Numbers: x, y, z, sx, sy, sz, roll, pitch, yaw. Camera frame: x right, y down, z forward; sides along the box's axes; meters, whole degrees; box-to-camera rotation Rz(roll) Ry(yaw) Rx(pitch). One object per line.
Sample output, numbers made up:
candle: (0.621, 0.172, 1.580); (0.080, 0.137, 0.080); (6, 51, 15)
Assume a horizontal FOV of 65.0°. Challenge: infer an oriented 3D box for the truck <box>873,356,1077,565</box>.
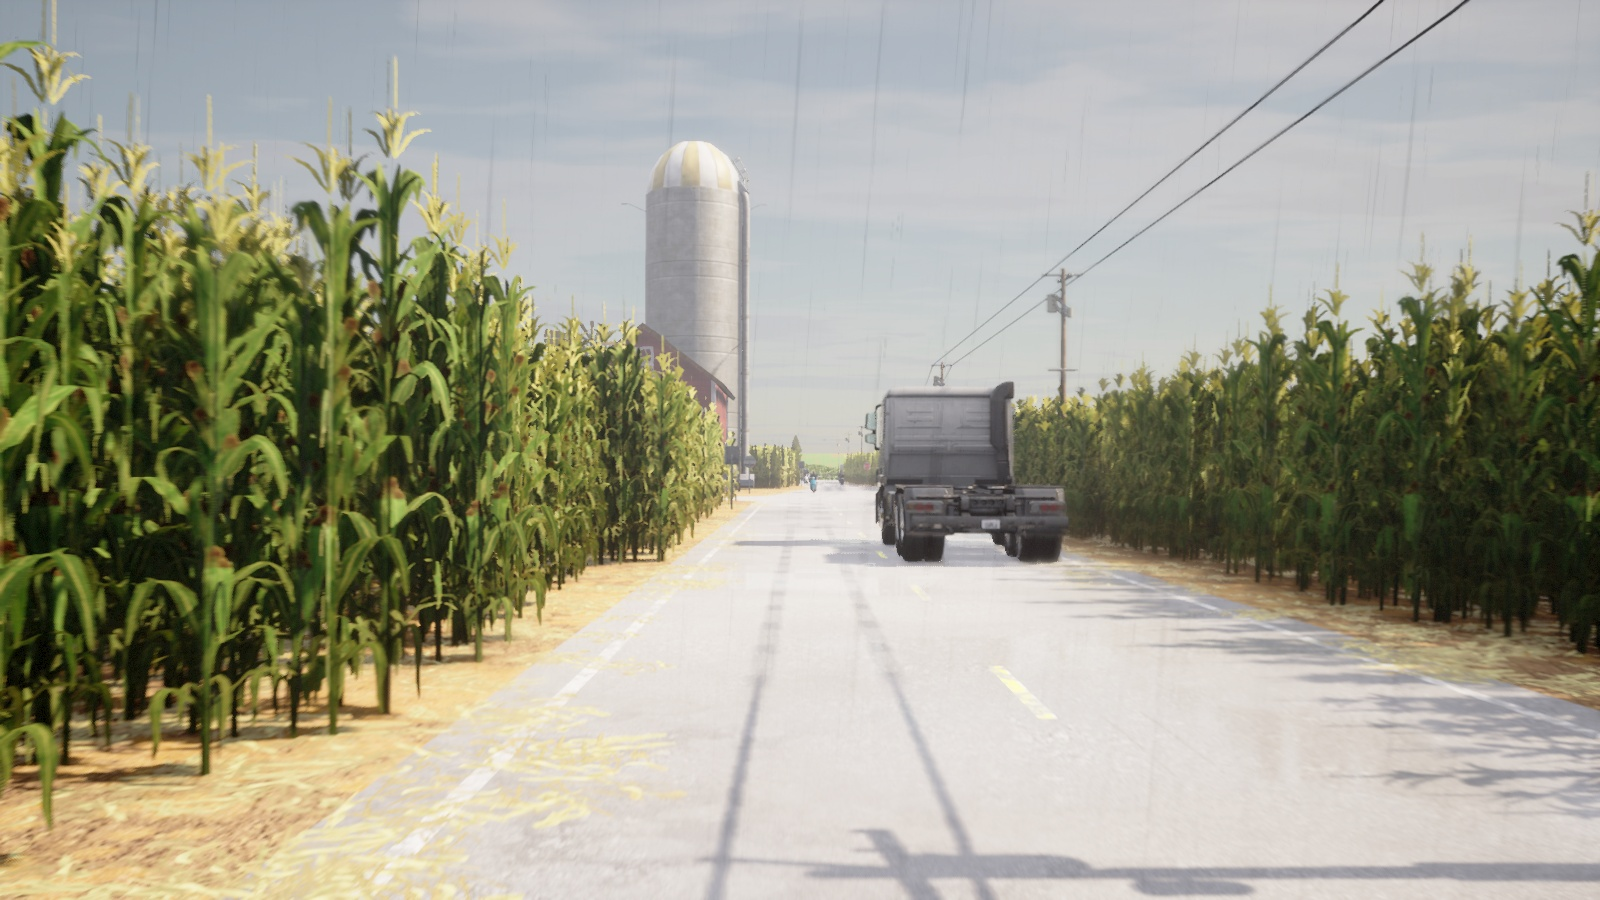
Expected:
truck: (3.140, 0.236, 24.821); (2.891, 3.462, 7.936); (0, -1, 0)
